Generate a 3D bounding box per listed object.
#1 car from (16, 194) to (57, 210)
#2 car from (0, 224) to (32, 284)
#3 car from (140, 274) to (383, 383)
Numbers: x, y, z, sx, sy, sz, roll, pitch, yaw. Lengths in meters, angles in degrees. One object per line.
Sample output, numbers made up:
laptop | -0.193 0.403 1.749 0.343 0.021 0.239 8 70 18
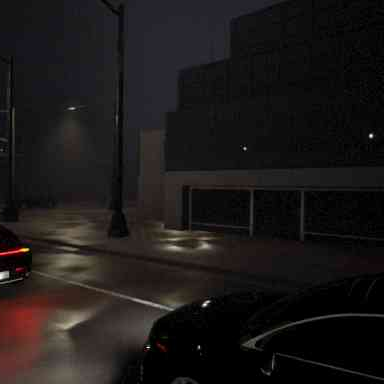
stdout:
car | -16.572 1.039 34.770 1.837 1.490 4.892 1 1 36
car | -5.826 1.415 8.121 4.892 1.490 1.837 1 0 35
car | 1.703 1.503 2.780 4.892 1.490 1.837 0 0 36
